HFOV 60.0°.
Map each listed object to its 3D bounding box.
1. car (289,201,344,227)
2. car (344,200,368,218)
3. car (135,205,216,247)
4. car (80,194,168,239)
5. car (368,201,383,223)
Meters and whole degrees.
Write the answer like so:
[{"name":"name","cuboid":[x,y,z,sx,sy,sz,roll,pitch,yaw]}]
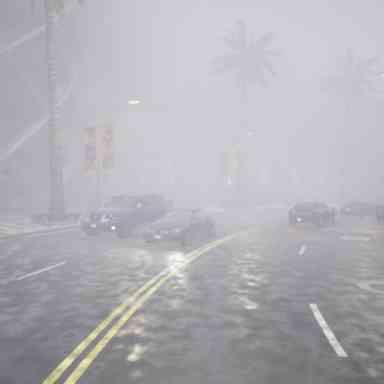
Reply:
[{"name":"car","cuboid":[7.975,1.381,21.637,1.837,1.490,4.892,0,0,41]},{"name":"car","cuboid":[14.441,1.402,28.206,4.181,1.385,1.994,0,0,-32]},{"name":"car","cuboid":[-0.360,1.443,14.851,1.812,1.442,4.674,0,0,24]},{"name":"car","cuboid":[-3.175,1.126,17.203,2.150,2.045,5.566,0,0,25]},{"name":"car","cuboid":[14.458,1.357,23.028,4.902,1.511,2.128,0,0,-41]}]
